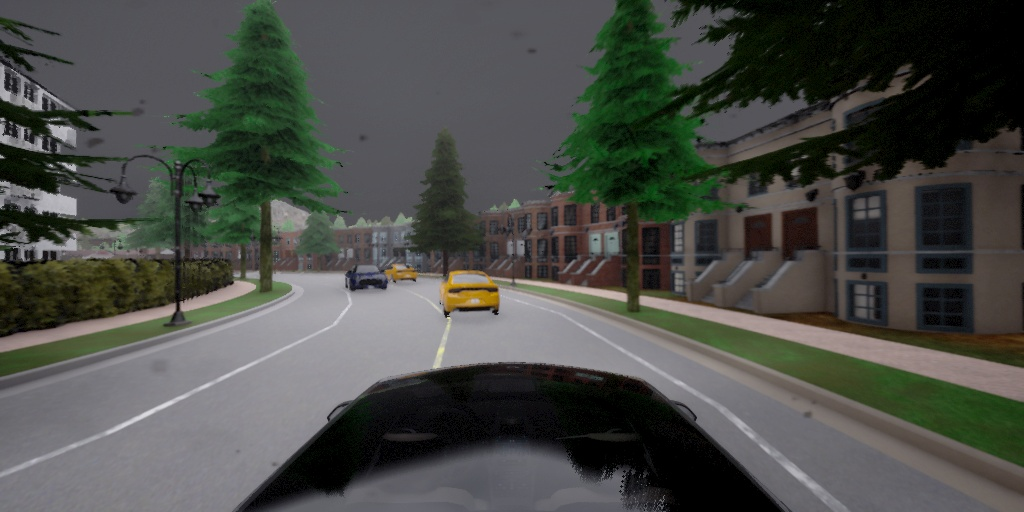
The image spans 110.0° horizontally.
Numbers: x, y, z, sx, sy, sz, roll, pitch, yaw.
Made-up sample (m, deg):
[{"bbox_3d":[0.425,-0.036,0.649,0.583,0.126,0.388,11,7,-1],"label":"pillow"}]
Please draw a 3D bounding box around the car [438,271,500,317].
[{"bbox_3d":[-1.779,1.301,13.853,1.882,1.535,5.008,0,0,-14],"label":"car"}]

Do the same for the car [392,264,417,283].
[{"bbox_3d":[-9.678,1.441,30.455,1.882,1.535,5.008,0,0,-35],"label":"car"}]

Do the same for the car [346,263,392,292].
[{"bbox_3d":[-9.428,1.277,23.140,2.097,1.767,4.553,0,0,-30],"label":"car"}]
